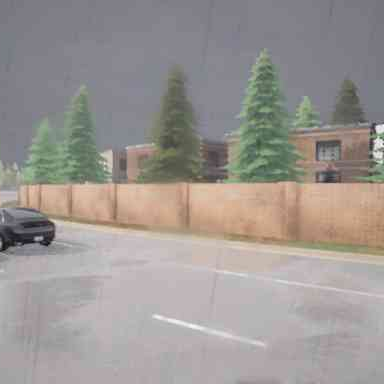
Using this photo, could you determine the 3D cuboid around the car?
[{"bbox_3d":[-7.241,1.353,13.118,4.892,1.490,1.837,1,1,38],"label":"car"}]
